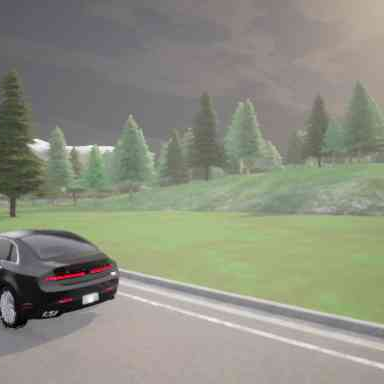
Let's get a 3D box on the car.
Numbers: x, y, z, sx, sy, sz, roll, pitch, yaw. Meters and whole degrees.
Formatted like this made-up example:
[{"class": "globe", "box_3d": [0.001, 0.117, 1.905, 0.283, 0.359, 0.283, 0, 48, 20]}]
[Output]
[{"class": "car", "box_3d": [-3.579, 1.557, 7.139, 4.892, 1.490, 1.837, -1, 0, 39]}]
